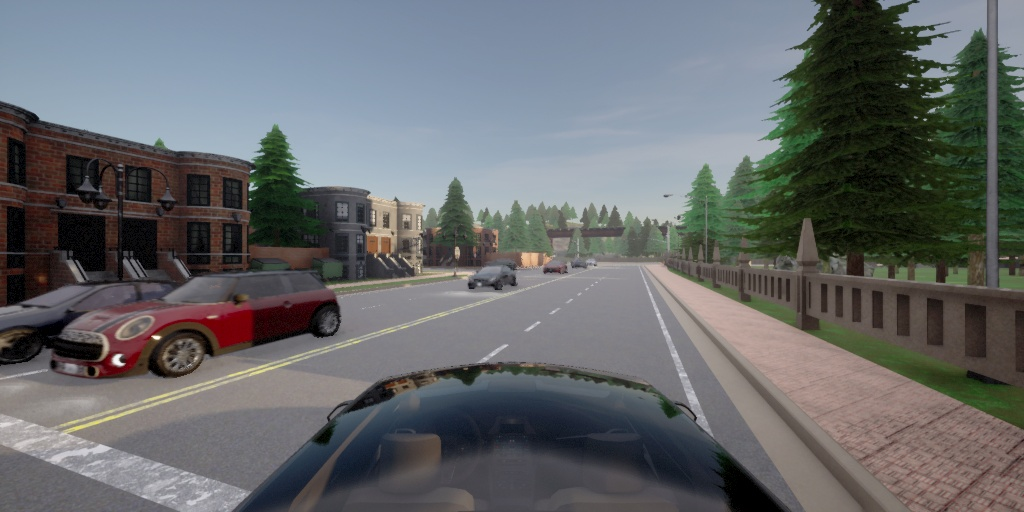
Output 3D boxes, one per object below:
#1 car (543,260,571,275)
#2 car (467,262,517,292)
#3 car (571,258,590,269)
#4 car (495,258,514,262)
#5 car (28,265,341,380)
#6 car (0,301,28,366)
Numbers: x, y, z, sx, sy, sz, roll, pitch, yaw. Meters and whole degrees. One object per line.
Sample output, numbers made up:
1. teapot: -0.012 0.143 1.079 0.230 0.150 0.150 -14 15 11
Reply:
1. car: 4.739 1.227 38.783 1.882 1.535 5.008 0 0 19
2. car: -1.057 1.276 21.871 1.812 1.442 4.674 0 0 19
3. car: 10.399 1.314 55.264 1.994 1.385 4.181 0 0 19
4. car: -1.594 1.081 48.221 4.553 1.767 2.097 1 0 3
5. car: -5.948 1.102 7.538 2.097 1.767 4.553 0 0 18
6. car: -9.366 1.297 8.418 2.033 1.411 5.357 0 0 19
